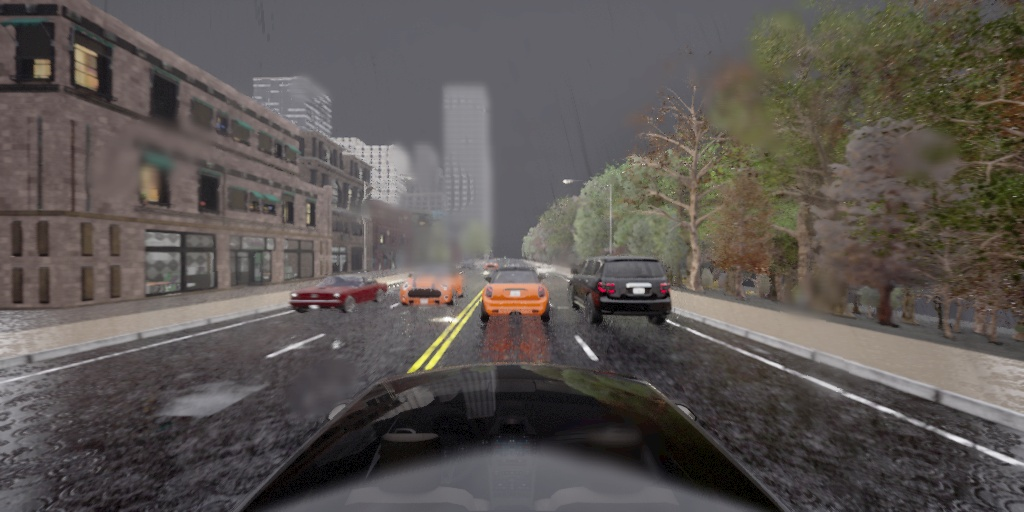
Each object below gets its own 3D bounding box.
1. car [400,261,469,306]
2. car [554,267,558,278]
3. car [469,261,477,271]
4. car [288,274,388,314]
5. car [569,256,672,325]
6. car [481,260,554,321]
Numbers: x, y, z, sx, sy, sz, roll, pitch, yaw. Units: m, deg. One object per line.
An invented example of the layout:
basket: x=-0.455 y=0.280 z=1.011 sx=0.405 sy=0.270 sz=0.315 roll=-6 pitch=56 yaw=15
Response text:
car: x=-3.346 y=1.161 z=15.903 sx=2.097 sy=1.767 sz=4.553 roll=0 pitch=0 yaw=0
car: x=3.354 y=1.491 z=35.776 sx=1.895 sy=1.301 sz=4.718 roll=0 pitch=0 yaw=0
car: x=-6.544 y=1.516 z=55.852 sx=2.033 sy=1.411 sz=5.357 roll=0 pitch=0 yaw=1
car: x=-6.599 y=1.403 z=14.182 sx=1.895 sy=1.301 sz=4.718 roll=0 pitch=0 yaw=0
car: x=3.351 y=1.016 z=12.145 sx=2.150 sy=2.045 sz=5.566 roll=0 pitch=0 yaw=0
car: x=0.101 y=1.147 z=12.783 sx=2.097 sy=1.767 sz=4.553 roll=0 pitch=0 yaw=0
